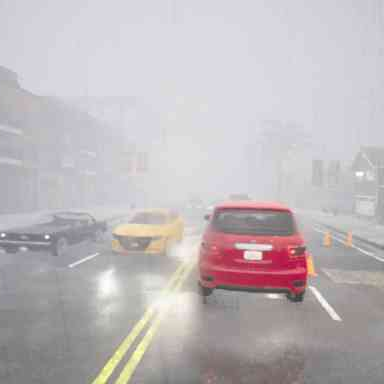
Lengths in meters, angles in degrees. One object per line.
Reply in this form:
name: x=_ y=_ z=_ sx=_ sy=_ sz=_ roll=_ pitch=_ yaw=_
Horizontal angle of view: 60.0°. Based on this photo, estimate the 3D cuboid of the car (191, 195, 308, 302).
car: x=1.437 y=1.221 z=8.598 sx=2.150 sy=2.045 sz=5.566 roll=1 pitch=0 yaw=7

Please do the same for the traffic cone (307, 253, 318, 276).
traffic cone: x=3.288 y=1.999 z=9.259 sx=0.340 sy=0.580 sz=0.340 roll=1 pitch=0 yaw=7

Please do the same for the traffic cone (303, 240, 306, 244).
traffic cone: x=3.547 y=1.997 z=11.242 sx=0.340 sy=0.580 sz=0.340 roll=1 pitch=0 yaw=7

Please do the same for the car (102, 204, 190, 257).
car: x=-1.492 y=1.387 z=12.844 sx=1.882 sy=1.535 sz=5.008 roll=1 pitch=0 yaw=7

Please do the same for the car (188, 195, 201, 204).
car: x=0.634 y=1.279 z=53.925 sx=1.882 sy=1.535 sz=5.008 roll=1 pitch=0 yaw=8

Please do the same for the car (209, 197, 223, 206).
car: x=3.865 y=1.484 z=53.579 sx=1.895 sy=1.301 sz=4.718 roll=1 pitch=0 yaw=8

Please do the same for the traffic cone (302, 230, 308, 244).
traffic cone: x=5.057 y=2.019 z=15.078 sx=0.340 sy=0.580 sz=0.340 roll=1 pitch=0 yaw=7

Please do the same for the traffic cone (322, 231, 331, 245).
traffic cone: x=6.048 y=2.045 z=14.949 sx=0.340 sy=0.580 sz=0.340 roll=1 pitch=0 yaw=7

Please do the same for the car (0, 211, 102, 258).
car: x=-4.842 y=1.428 z=12.310 sx=1.895 sy=1.301 sz=4.718 roll=1 pitch=0 yaw=7

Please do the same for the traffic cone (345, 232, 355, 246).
traffic cone: x=7.039 y=2.070 z=14.819 sx=0.340 sy=0.580 sz=0.340 roll=1 pitch=0 yaw=7
